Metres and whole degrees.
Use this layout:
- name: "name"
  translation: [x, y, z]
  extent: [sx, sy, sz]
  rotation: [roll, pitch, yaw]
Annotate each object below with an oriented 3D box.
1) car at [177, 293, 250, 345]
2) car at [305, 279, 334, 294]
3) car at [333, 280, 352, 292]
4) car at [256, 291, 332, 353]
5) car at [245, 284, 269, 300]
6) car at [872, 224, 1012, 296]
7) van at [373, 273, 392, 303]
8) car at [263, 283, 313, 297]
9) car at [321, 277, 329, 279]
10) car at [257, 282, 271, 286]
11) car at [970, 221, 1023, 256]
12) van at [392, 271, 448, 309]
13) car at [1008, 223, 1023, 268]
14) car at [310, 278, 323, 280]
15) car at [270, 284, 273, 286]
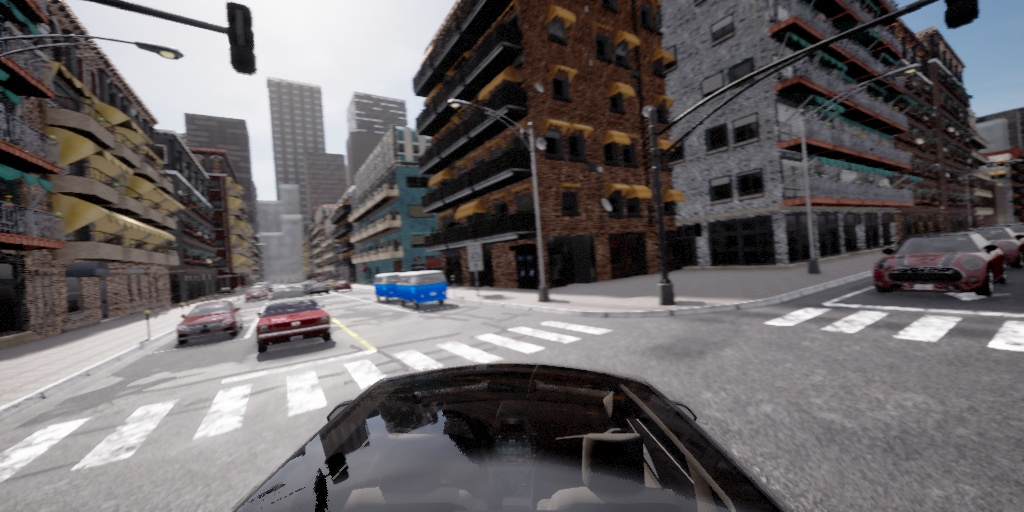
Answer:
- name: "car"
  translation: [-11.694, 2.473, 14.147]
  extent: [1.802, 1.307, 4.207]
  rotation: [0, 0, -33]
- name: "car"
  translation: [-21.262, 3.559, 39.373]
  extent: [1.994, 1.385, 4.181]
  rotation: [-5, -1, -33]
- name: "car"
  translation: [-19.879, 3.491, 42.159]
  extent: [1.802, 1.307, 4.207]
  rotation: [0, 0, -33]
- name: "car"
  translation: [-7.132, 2.069, 11.706]
  extent: [1.895, 1.301, 4.718]
  rotation: [-5, -1, -33]
- name: "car"
  translation: [-26.874, 4.043, 37.636]
  extent: [1.802, 1.307, 4.207]
  rotation: [0, 0, -33]
- name: "car"
  translation: [12.697, 0.095, 10.666]
  extent: [4.553, 1.767, 2.097]
  rotation: [-4, 0, -32]
- name: "van"
  translation: [-7.735, 1.994, 23.368]
  extent: [1.690, 1.789, 3.998]
  rotation: [0, 0, -33]
- name: "car"
  translation: [-12.197, 2.496, 19.542]
  extent: [1.837, 1.490, 4.892]
  rotation: [-5, -1, -33]
- name: "car"
  translation: [-26.044, 4.063, 51.697]
  extent: [1.751, 1.417, 4.829]
  rotation: [0, 0, -33]
- name: "car"
  translation: [-29.910, 4.215, 42.333]
  extent: [1.967, 1.591, 4.097]
  rotation: [0, 0, -33]
- name: "car"
  translation: [28.654, -1.082, 20.738]
  extent: [4.553, 1.767, 2.097]
  rotation: [-4, 0, -32]
- name: "van"
  translation: [-4.699, 1.680, 18.670]
  extent: [1.690, 1.789, 3.998]
  rotation: [0, 0, -33]
- name: "car"
  translation: [20.137, -0.455, 15.367]
  extent: [4.553, 1.767, 2.097]
  rotation: [-4, 0, -32]
- name: "car"
  translation: [-26.850, 4.078, 47.918]
  extent: [1.837, 1.490, 4.892]
  rotation: [-5, 0, -33]
- name: "car"
  translation: [-23.025, 3.660, 36.377]
  extent: [2.033, 1.411, 5.357]
  rotation: [-5, -1, -32]
